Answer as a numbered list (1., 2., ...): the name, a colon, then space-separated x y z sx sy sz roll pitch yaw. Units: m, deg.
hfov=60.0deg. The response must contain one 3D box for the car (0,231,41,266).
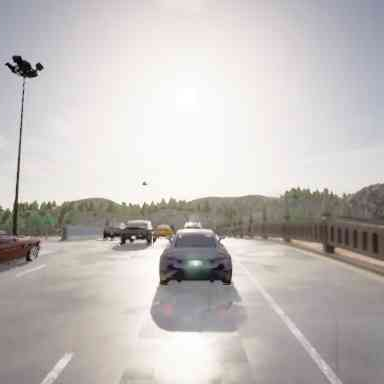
1. car: -6.909 1.927 11.111 1.895 1.301 4.718 0 -3 0

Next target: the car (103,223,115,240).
1. car: -6.929 3.701 31.216 2.128 1.511 4.902 0 -7 0

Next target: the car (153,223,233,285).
1. car: 0.091 1.850 10.337 1.994 1.385 4.181 0 -3 0

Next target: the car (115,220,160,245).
1. car: -3.420 2.642 21.908 1.837 1.490 4.892 0 -6 0

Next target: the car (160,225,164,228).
1. car: -3.436 4.811 40.349 1.882 1.535 5.008 0 -7 0

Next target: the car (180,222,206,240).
1. car: 0.072 3.567 30.132 2.128 1.511 4.902 0 -7 0
